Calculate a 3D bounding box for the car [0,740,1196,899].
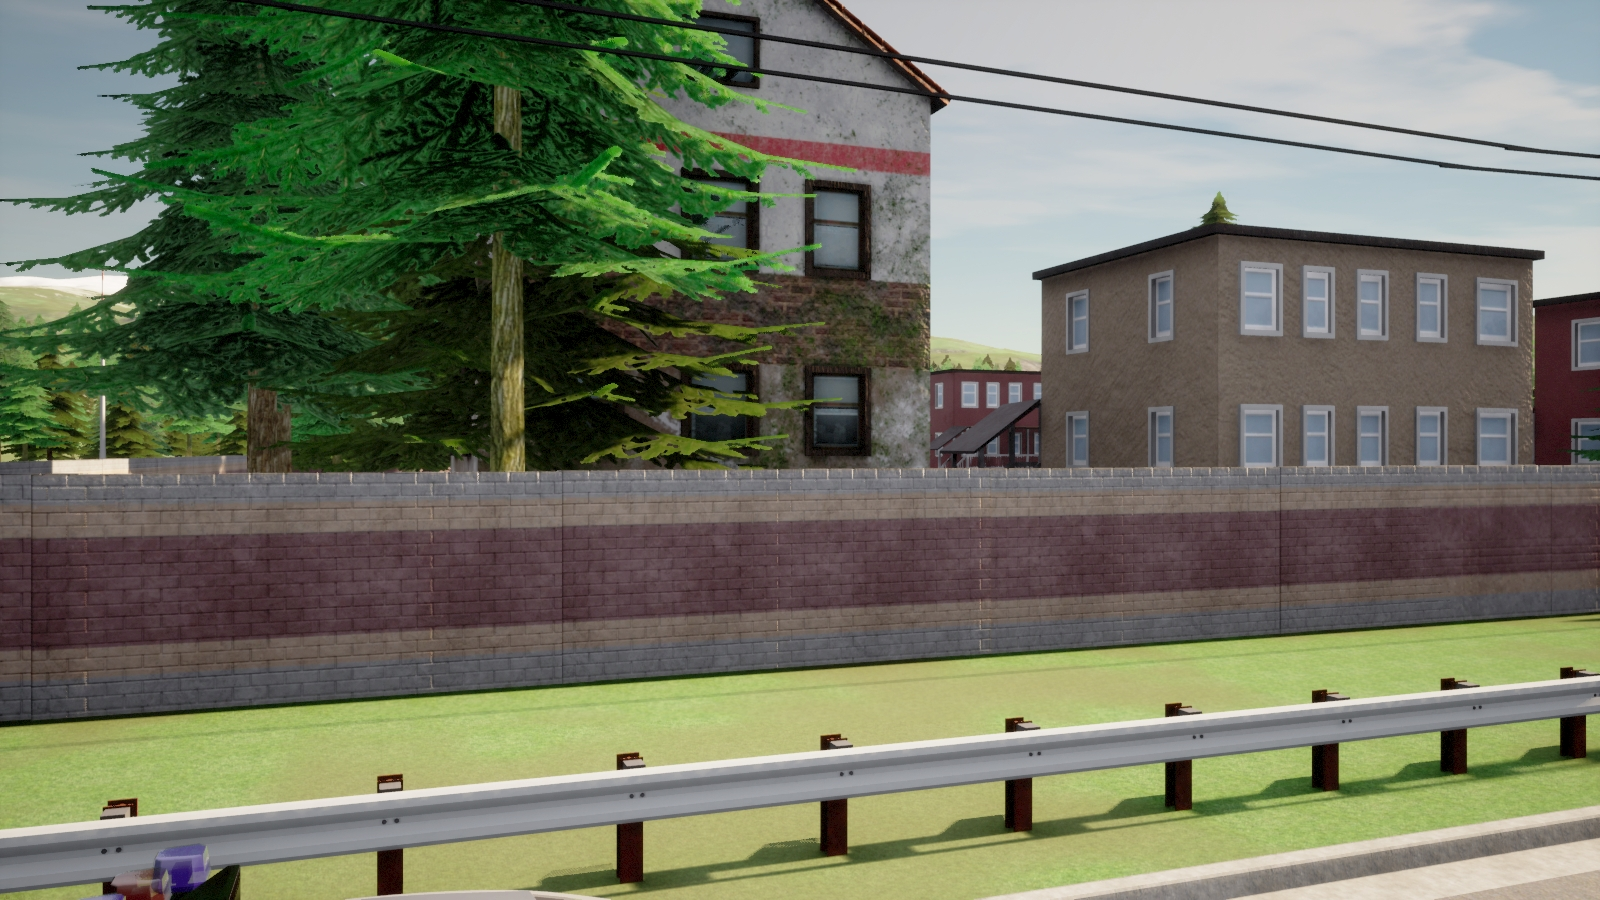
[{"bbox_3d":[-1.671,1.982,2.695,5.238,1.638,2.097,0,0,-20],"label":"car"}]
